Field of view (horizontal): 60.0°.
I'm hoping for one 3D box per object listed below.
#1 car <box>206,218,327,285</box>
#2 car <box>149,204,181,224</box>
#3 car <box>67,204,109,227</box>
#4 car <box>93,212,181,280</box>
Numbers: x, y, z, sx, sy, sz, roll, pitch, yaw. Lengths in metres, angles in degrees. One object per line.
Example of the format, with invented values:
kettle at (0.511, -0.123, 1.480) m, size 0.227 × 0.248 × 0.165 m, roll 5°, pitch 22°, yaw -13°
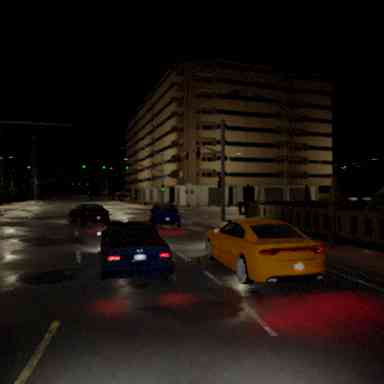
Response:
car at (1.807, 1.502, 9.713) m, size 1.882 × 1.535 × 5.008 m, roll 0°, pitch 0°, yaw -13°
car at (-1.906, 1.554, 23.203) m, size 1.882 × 1.535 × 5.008 m, roll -1°, pitch 0°, yaw -9°
car at (-7.584, 1.584, 24.124) m, size 1.882 × 1.535 × 5.008 m, roll 1°, pitch -1°, yaw -34°
car at (-1.878, 1.582, 10.189) m, size 2.033 × 1.411 × 5.357 m, roll 0°, pitch 0°, yaw -15°
